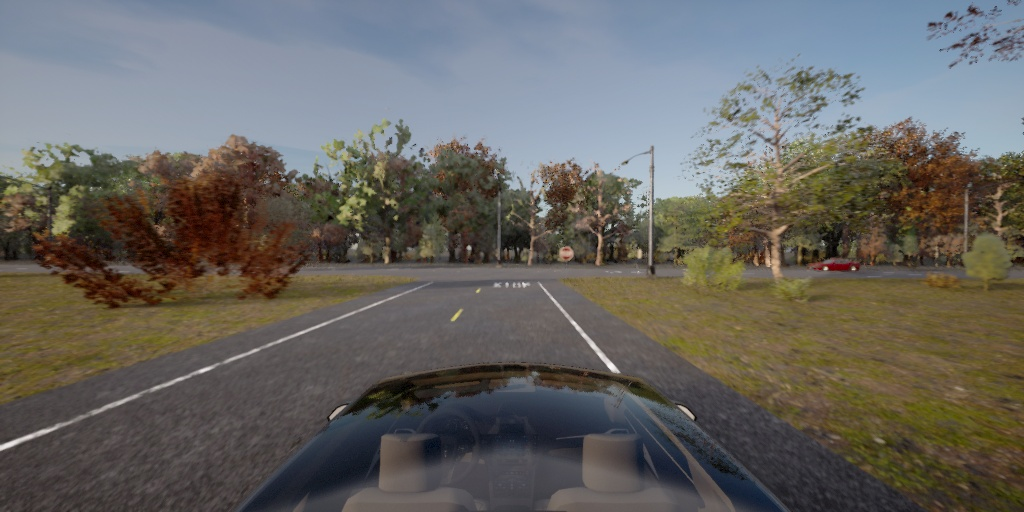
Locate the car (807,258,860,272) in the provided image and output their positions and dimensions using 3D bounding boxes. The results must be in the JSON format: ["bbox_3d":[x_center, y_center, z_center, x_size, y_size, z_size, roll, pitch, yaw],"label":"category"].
[{"bbox_3d":[36.219,1.045,40.485,5.008,1.535,1.882,-1,1,0],"label":"car"}]
